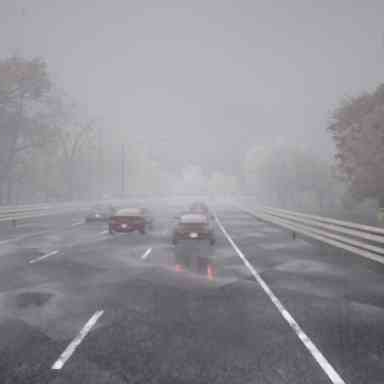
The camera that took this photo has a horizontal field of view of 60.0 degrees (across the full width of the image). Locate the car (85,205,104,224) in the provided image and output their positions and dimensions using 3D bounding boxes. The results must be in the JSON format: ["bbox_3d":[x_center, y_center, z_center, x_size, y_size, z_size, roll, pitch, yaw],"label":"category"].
[{"bbox_3d":[-6.662,1.667,25.614,1.994,1.385,4.181,0,0,2],"label":"car"}]

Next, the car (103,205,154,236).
[{"bbox_3d":[-3.337,1.561,19.108,1.882,1.535,5.008,0,0,1],"label":"car"}]

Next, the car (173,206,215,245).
[{"bbox_3d":[0.105,1.608,15.950,1.812,1.442,4.674,0,0,1],"label":"car"}]

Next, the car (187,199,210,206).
[{"bbox_3d":[0.768,1.765,37.169,1.994,1.385,4.181,0,0,3],"label":"car"}]
